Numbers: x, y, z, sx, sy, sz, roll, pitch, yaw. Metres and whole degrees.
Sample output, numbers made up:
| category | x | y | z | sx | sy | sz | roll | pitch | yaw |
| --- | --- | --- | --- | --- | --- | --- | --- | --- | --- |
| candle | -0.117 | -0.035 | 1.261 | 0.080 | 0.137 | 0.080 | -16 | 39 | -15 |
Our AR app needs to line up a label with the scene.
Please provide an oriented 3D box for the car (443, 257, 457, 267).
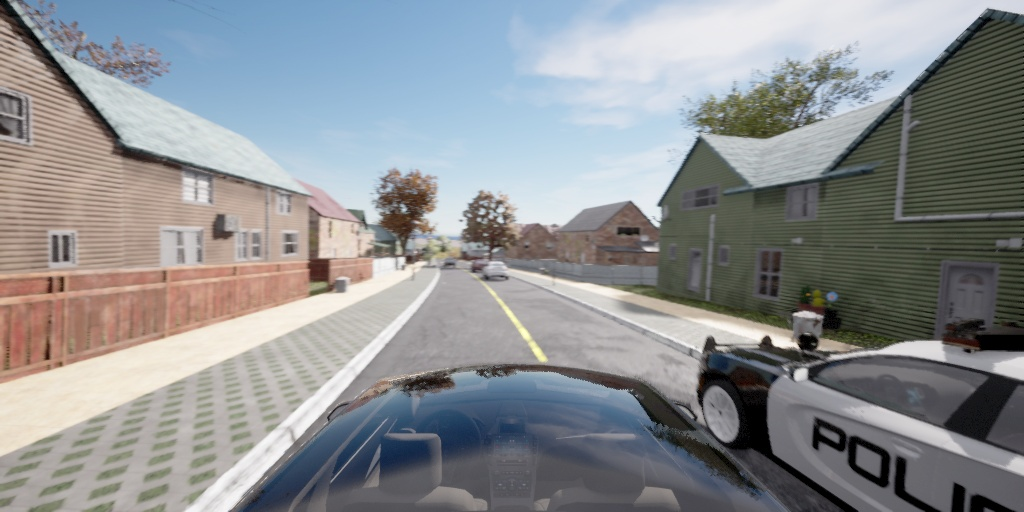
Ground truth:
| category | x | y | z | sx | sy | sz | roll | pitch | yaw |
| --- | --- | --- | --- | --- | --- | --- | --- | --- | --- |
| car | -9.940 | 0.980 | 57.256 | 1.837 | 1.490 | 4.892 | 1 | 0 | -12 |

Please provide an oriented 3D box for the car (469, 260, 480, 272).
| category | x | y | z | sx | sy | sz | roll | pitch | yaw |
| --- | --- | --- | --- | --- | --- | --- | --- | --- | --- |
| car | -3.737 | 1.128 | 41.777 | 1.812 | 1.442 | 4.674 | 1 | 0 | -12 |

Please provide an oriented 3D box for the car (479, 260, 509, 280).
| category | x | y | z | sx | sy | sz | roll | pitch | yaw |
| --- | --- | --- | --- | --- | --- | --- | --- | --- | --- |
| car | -1.399 | 1.187 | 29.951 | 1.812 | 1.442 | 4.674 | 2 | 0 | -10 |

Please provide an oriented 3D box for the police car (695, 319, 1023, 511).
| category | x | y | z | sx | sy | sz | roll | pitch | yaw |
| --- | --- | --- | --- | --- | --- | --- | --- | --- | --- |
| police car | 3.350 | 1.277 | 2.511 | 1.930 | 1.638 | 5.238 | 2 | 0 | -6 |
